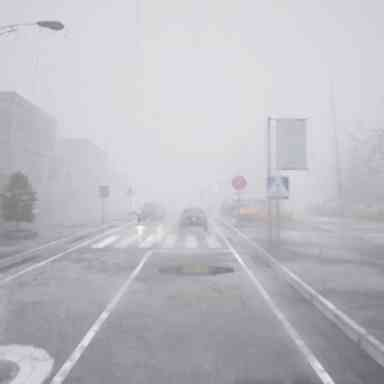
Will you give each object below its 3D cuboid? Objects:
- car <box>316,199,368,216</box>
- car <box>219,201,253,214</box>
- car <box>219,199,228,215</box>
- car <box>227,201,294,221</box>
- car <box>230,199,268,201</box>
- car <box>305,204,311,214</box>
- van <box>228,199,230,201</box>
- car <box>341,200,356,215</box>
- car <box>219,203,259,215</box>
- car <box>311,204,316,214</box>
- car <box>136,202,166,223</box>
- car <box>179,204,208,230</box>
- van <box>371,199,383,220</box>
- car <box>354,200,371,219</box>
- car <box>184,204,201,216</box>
[{"bbox_3d":[18.466,1.817,39.953,5.566,2.045,2.435,0,-2,-1],"label":"car"},{"bbox_3d":[6.169,2.209,47.431,4.553,1.767,2.185,0,-2,-1],"label":"car"},{"bbox_3d":[6.236,1.867,41.486,5.566,2.045,2.435,0,-2,-1],"label":"car"},{"bbox_3d":[6.117,1.775,29.336,5.366,1.575,1.946,0,-1,0],"label":"car"},{"bbox_3d":[6.312,1.720,32.257,4.553,1.767,2.185,0,-1,0],"label":"car"},{"bbox_3d":[18.402,2.011,45.411,5.566,2.045,2.435,0,-2,-1],"label":"car"},{"bbox_3d":[6.375,1.704,35.297,4.442,1.987,1.878,0,-2,0],"label":"van"},{"bbox_3d":[18.721,1.898,34.232,5.366,1.575,1.946,0,-2,0],"label":"car"},{"bbox_3d":[6.178,2.224,44.393,5.008,1.535,2.097,0,-2,-1],"label":"car"},{"bbox_3d":[18.455,2.167,42.735,4.892,1.521,2.231,0,-2,-1],"label":"car"},{"bbox_3d":[-3.351,1.625,28.084,2.097,1.767,4.553,0,-1,0],"label":"car"},{"bbox_3d":[0.108,1.715,22.242,2.033,1.411,5.357,0,-1,0],"label":"car"},{"bbox_3d":[18.458,1.541,28.782,4.442,1.987,1.878,0,-1,0],"label":"van"},{"bbox_3d":[18.740,1.829,31.572,5.366,1.575,1.946,0,-1,0],"label":"car"},{"bbox_3d":[0.065,2.244,41.795,1.994,1.385,4.181,0,-2,0],"label":"car"}]
